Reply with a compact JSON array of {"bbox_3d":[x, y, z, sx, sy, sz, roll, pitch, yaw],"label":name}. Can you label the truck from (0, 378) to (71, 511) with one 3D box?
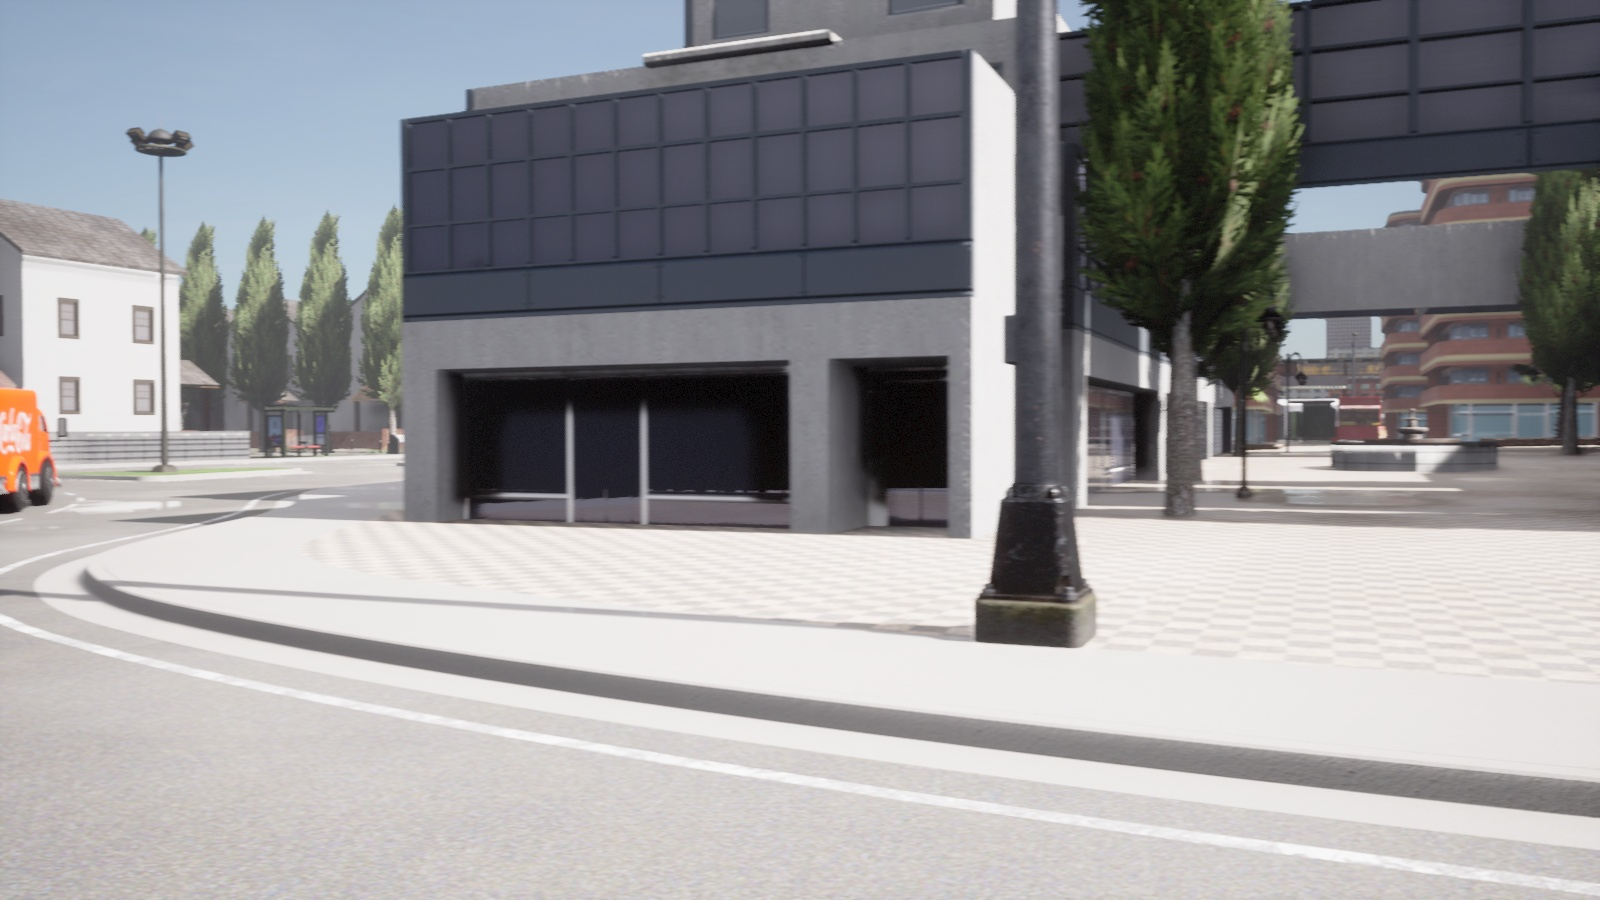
[{"bbox_3d":[-16.877,-0.142,25.370,2.627,2.467,5.204,0,1,-17],"label":"truck"}]
